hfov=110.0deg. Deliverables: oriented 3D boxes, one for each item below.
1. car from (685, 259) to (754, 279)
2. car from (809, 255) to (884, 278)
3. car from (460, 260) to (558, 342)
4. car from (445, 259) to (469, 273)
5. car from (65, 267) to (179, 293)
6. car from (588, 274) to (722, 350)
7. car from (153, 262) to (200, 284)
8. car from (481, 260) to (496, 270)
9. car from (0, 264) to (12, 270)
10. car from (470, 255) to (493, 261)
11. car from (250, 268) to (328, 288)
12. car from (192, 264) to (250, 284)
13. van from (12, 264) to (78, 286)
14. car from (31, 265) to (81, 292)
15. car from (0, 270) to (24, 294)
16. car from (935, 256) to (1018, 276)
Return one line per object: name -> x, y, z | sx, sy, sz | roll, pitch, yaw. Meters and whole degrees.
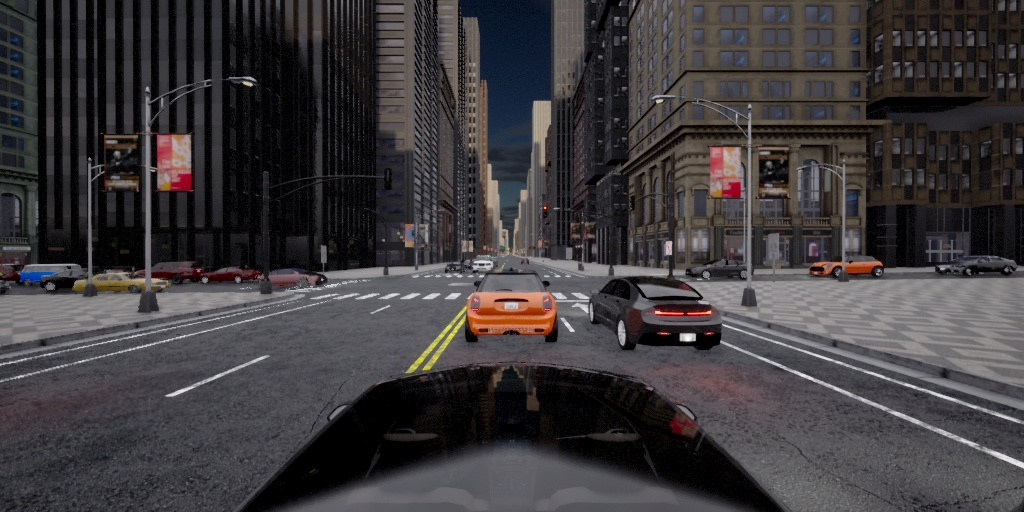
car -> 16.129, 1.006, 27.976 | 4.892, 1.490, 1.837 | -1, 0, 0
car -> 25.956, 0.722, 27.978 | 4.553, 1.767, 2.097 | -1, 0, 0
car -> -0.006, 1.102, 9.897 | 2.097, 1.767, 4.553 | 0, 0, 0
car -> -6.692, 1.299, 42.450 | 1.994, 1.385, 4.181 | 0, 0, 0
car -> -23.878, 1.595, 22.084 | 4.829, 1.417, 1.751 | 0, 0, 0
car -> 3.236, 1.255, 9.036 | 1.837, 1.490, 4.892 | 0, 0, 0
car -> -29.125, 1.418, 30.617 | 5.009, 1.841, 2.192 | 0, 0, 0
car -> -3.451, 1.290, 53.264 | 1.994, 1.385, 4.181 | 0, 0, 1
car -> -44.386, 1.624, 30.634 | 5.009, 1.841, 2.192 | 0, 0, 0
car -> -3.444, 0.956, 43.292 | 2.150, 2.045, 5.566 | 0, 0, 0
car -> -15.106, 1.488, 24.745 | 4.181, 1.385, 1.994 | -1, 0, 0
car -> -24.037, 1.579, 30.611 | 4.507, 1.381, 1.888 | 0, 0, 0
van -> -39.299, 1.582, 30.628 | 3.998, 1.789, 1.690 | 0, 0, 0
car -> -29.237, 1.607, 24.745 | 5.008, 1.535, 1.882 | -1, 0, 0
car -> -33.819, 1.753, 22.083 | 4.403, 1.370, 2.007 | 0, 0, 0
car -> 36.092, 0.726, 27.979 | 4.902, 1.511, 2.128 | -1, 0, 0
